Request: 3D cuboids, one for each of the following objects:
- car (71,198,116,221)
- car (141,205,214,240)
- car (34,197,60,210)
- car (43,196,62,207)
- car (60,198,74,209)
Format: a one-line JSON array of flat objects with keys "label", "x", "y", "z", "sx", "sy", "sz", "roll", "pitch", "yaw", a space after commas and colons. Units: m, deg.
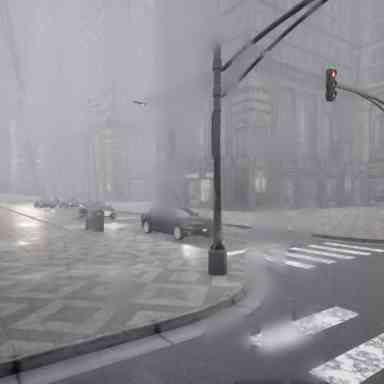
[{"label": "car", "x": -7.755, "y": 1.479, "z": 26.881, "sx": 2.128, "sy": 1.511, "sz": 4.902, "roll": 0, "pitch": 0, "yaw": -35}, {"label": "car", "x": -0.871, "y": 1.470, "z": 17.226, "sx": 1.882, "sy": 1.535, "sz": 5.008, "roll": 0, "pitch": 0, "yaw": -36}, {"label": "car", "x": -18.936, "y": 1.496, "z": 42.674, "sx": 2.033, "sy": 1.411, "sz": 5.357, "roll": 0, "pitch": 0, "yaw": -35}, {"label": "car", "x": -21.957, "y": 1.446, "z": 52.133, "sx": 1.812, "sy": 1.442, "sz": 4.674, "roll": 0, "pitch": 0, "yaw": -35}, {"label": "car", "x": -16.317, "y": 1.489, "z": 44.318, "sx": 2.033, "sy": 1.411, "sz": 5.357, "roll": 0, "pitch": 0, "yaw": -35}]
